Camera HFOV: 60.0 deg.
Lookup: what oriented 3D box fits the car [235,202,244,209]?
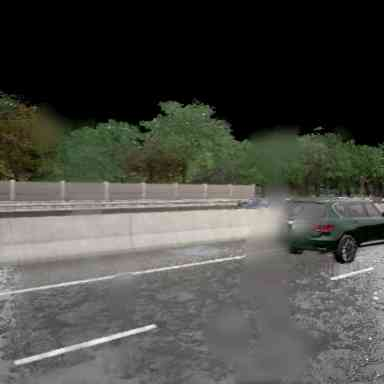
[{"bbox_3d":[7.101,1.584,39.109,4.181,1.385,1.994,0,0,-35],"label":"car"}]

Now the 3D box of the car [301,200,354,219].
[{"bbox_3d":[12.231,1.509,29.885,4.902,1.511,2.128,0,0,-35],"label":"car"}]

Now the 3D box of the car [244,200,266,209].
[{"bbox_3d":[8.175,1.544,35.586,4.674,1.442,1.812,0,0,-35],"label":"car"}]

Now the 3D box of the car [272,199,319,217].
[{"bbox_3d":[10.197,1.523,32.730,4.892,1.490,1.837,0,0,-35],"label":"car"}]

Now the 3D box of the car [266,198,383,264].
[{"bbox_3d":[5.497,1.228,12.084,5.566,2.045,2.150,0,0,-35],"label":"car"}]
